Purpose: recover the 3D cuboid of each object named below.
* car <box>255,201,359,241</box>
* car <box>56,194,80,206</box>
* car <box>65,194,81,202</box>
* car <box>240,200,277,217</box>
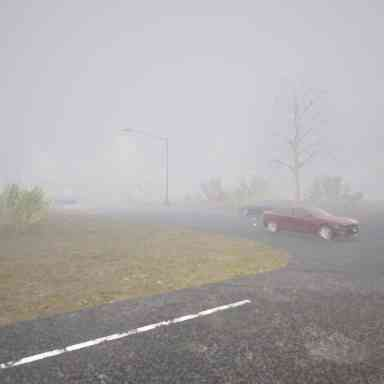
[{"bbox_3d":[5.873,1.447,17.037,1.882,1.535,5.008,0,0,-37],"label":"car"},{"bbox_3d":[-18.758,1.371,49.531,1.895,1.301,4.718,0,0,-38],"label":"car"},{"bbox_3d":[-24.710,1.146,69.002,1.837,1.490,4.892,0,0,-37],"label":"car"},{"bbox_3d":[6.158,1.404,28.254,2.128,1.511,4.902,0,0,-37],"label":"car"}]
